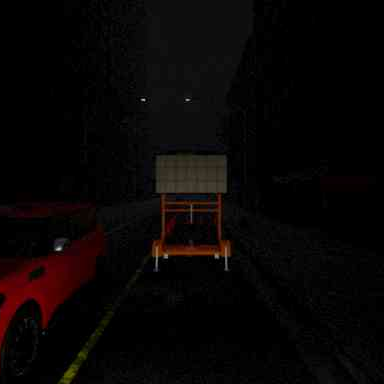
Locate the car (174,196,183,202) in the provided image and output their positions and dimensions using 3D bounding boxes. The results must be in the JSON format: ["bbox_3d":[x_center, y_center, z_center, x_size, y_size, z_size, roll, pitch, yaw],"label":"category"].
[{"bbox_3d":[-3.137,1.601,79.802,1.882,1.535,5.008,0,0,0],"label":"car"}]

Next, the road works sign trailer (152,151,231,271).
[{"bbox_3d":[-0.017,0.476,10.904,2.380,3.560,2.880,0,0,0],"label":"road works sign trailer"}]

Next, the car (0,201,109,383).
[{"bbox_3d":[-3.008,1.226,5.643,2.150,2.045,5.566,0,0,0],"label":"car"}]
